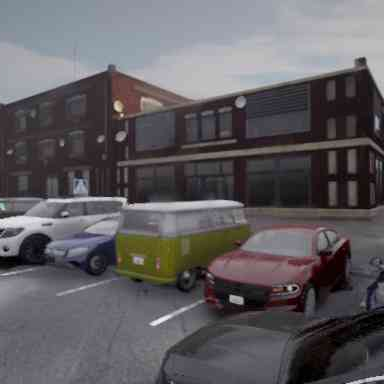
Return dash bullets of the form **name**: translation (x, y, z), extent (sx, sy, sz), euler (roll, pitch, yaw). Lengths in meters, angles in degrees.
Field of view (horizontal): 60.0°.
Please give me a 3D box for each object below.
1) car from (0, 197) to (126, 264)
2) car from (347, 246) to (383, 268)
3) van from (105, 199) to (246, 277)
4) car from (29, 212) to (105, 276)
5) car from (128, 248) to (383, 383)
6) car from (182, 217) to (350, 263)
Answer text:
- **car**: translation (-4.586, 1.212, 12.188), extent (2.435, 2.045, 5.566), euler (0, 0, 35)
- **car**: translation (4.392, 1.510, 5.786), extent (2.163, 1.488, 4.792), euler (0, 0, 35)
- **van**: translation (0.087, 1.239, 9.033), extent (1.878, 1.987, 4.442), euler (0, 0, 36)
- **car**: translation (-2.321, 1.503, 10.612), extent (2.002, 1.452, 4.674), euler (0, 0, 35)
- **car**: translation (1.904, 1.507, 2.020), extent (4.892, 1.490, 1.837), euler (1, 0, 35)
- **car**: translation (2.169, 1.471, 7.414), extent (2.097, 1.535, 5.008), euler (0, 0, 35)
